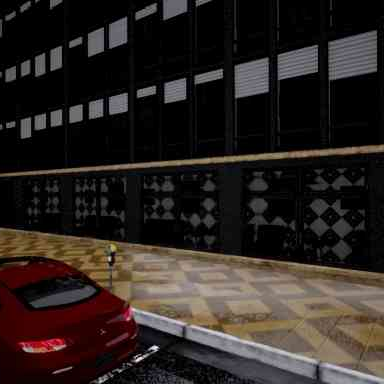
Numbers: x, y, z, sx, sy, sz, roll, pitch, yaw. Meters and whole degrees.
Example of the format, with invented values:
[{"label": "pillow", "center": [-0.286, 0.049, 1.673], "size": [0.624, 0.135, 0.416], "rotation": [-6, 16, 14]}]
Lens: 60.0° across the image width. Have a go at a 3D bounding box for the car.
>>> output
[{"label": "car", "center": [-2.593, 1.582, 4.675], "size": [4.206, 1.307, 1.802], "rotation": [0, 0, 35]}]
